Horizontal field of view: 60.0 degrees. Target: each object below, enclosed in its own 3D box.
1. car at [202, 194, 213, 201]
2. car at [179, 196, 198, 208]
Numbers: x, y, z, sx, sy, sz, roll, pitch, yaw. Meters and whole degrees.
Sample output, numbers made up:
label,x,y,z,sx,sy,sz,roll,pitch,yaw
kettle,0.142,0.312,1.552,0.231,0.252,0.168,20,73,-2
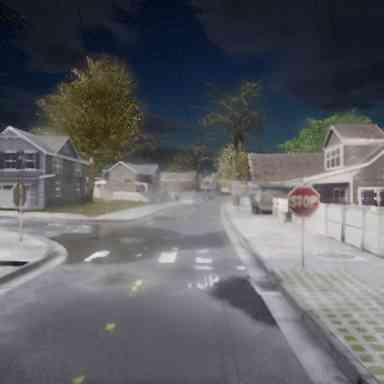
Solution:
label,x,y,z,sx,sy,sz,roll,pitch,yaw
car,3.208,1.092,68.908,2.128,1.511,4.902,0,0,9
car,-0.409,1.270,42.795,1.812,1.442,4.674,0,1,6
